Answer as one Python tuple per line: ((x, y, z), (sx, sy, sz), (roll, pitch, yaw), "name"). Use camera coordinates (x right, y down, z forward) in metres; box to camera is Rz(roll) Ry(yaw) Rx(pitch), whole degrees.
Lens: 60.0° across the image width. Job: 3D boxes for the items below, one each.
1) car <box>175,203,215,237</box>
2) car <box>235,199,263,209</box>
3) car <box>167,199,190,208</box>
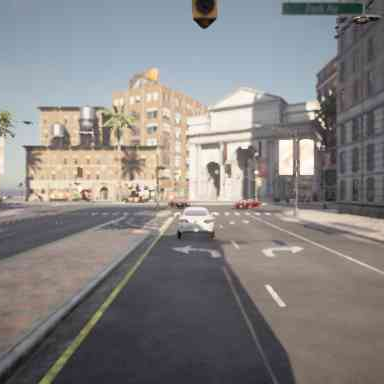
((0.207, 1.514, 17.726), (1.812, 1.442, 4.674), (0, 0, 0), "car")
((7.565, 1.571, 43.875), (1.895, 1.301, 4.718), (0, 0, 37), "car")
((-1.860, 1.570, 44.820), (1.895, 1.301, 4.718), (0, 0, -21), "car")
